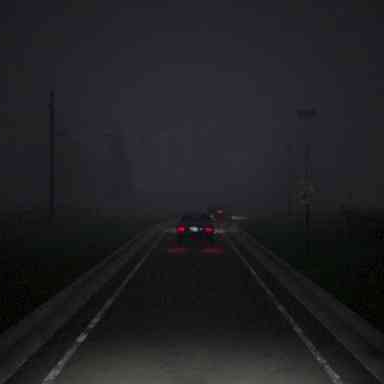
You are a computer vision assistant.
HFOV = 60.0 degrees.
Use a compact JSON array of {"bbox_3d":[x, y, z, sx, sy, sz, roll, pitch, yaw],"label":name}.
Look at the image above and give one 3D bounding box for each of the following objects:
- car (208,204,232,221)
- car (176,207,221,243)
[{"bbox_3d":[2.303,1.801,29.893,1.812,1.442,4.674,0,-1,17],"label":"car"},{"bbox_3d":[0.222,1.704,17.050,2.033,1.411,5.357,0,-1,2],"label":"car"}]
